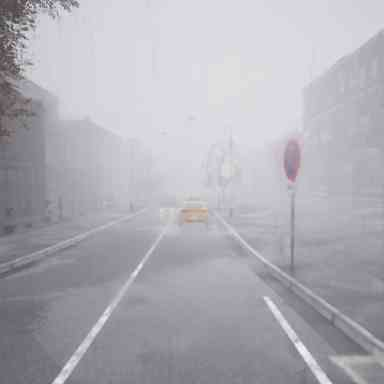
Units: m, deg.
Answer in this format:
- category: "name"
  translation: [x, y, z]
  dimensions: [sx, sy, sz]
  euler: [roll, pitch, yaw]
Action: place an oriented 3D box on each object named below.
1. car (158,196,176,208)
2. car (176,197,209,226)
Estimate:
- category: "car"
  translation: [-2.953, 1.235, 40.831]
  dimensions: [1.994, 1.385, 4.181]
  euler: [0, 1, 1]
- category: "car"
  translation: [0.142, 1.347, 22.525]
  dimensions: [1.882, 1.535, 5.008]
  euler: [0, 1, 0]
